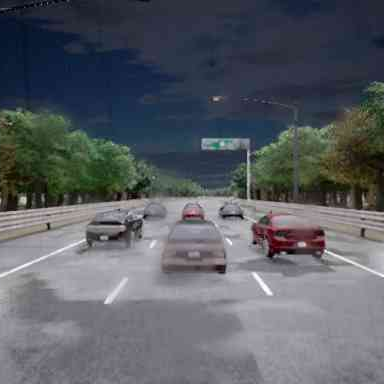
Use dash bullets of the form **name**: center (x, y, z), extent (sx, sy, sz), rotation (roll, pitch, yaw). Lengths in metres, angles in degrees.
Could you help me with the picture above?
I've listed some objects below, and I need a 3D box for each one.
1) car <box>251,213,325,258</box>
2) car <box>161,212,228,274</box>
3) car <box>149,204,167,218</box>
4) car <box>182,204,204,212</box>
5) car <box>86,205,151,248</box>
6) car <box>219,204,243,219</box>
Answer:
- **car**: center (3.583, 1.558, 13.234), extent (1.882, 1.535, 5.008), rotation (0, 0, 0)
- **car**: center (0.070, 1.613, 10.765), extent (2.033, 1.411, 5.357), rotation (0, 0, 0)
- **car**: center (-3.402, 1.765, 31.081), extent (1.994, 1.385, 4.181), rotation (0, 0, 0)
- **car**: center (0.098, 1.765, 31.164), extent (1.994, 1.385, 4.181), rotation (0, 0, 0)
- **car**: center (-3.410, 1.586, 15.382), extent (2.128, 1.511, 4.902), rotation (0, 0, 0)
- **car**: center (3.598, 1.766, 31.237), extent (1.994, 1.385, 4.181), rotation (0, 0, 0)
